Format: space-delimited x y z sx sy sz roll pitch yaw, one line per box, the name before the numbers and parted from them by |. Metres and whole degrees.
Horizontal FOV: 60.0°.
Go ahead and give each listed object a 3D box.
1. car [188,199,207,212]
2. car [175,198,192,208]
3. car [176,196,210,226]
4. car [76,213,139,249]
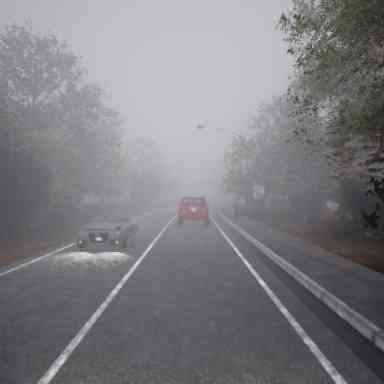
car | 0.827 1.725 42.924 2.128 1.511 4.902 0 0 5
car | -1.330 1.746 54.554 1.882 1.535 5.008 1 0 10
car | 0.116 1.332 24.496 2.150 2.045 5.566 0 -1 0
car | -3.575 1.621 14.744 1.994 1.385 4.181 0 0 0
